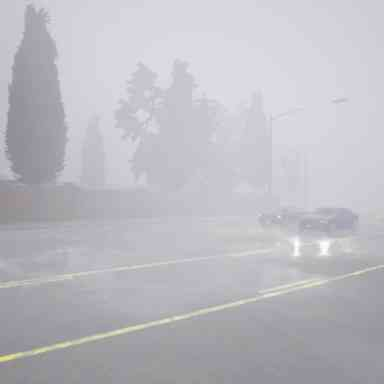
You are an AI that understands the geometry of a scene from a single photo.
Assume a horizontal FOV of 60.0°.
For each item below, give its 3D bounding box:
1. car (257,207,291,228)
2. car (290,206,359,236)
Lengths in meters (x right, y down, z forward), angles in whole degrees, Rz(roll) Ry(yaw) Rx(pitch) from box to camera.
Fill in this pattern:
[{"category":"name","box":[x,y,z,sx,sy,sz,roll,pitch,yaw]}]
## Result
[{"category":"car","box":[6.501,1.681,22.838,4.718,1.301,1.895,2,0,-44]},{"category":"car","box":[8.099,1.595,19.551,5.008,1.535,1.882,2,0,-43]}]
